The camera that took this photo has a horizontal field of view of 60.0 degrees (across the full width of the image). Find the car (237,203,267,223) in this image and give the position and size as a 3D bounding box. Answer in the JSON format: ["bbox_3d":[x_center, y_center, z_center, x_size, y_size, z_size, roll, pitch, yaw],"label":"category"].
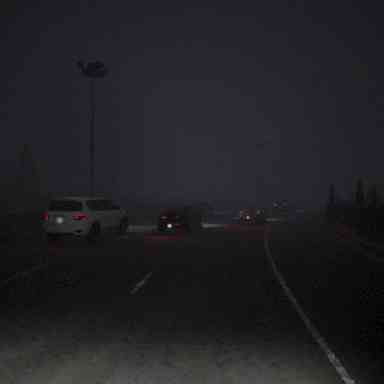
[{"bbox_3d":[4.776,1.628,26.198,1.812,1.442,4.674,0,0,19],"label":"car"}]

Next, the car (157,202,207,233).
[{"bbox_3d":[-0.638,1.571,20.259,1.837,1.490,4.892,0,0,13],"label":"car"}]

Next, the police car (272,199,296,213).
[{"bbox_3d":[11.445,1.706,40.940,2.038,1.542,4.974,0,0,29],"label":"police car"}]

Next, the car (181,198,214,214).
[{"bbox_3d":[0.901,1.680,35.566,1.812,1.442,4.674,0,0,23],"label":"car"}]

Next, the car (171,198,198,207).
[{"bbox_3d":[-1.331,1.902,60.297,2.033,1.411,5.357,0,-1,35],"label":"car"}]

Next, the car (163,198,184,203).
[{"bbox_3d":[-2.315,1.575,45.346,2.097,1.767,4.553,0,0,28],"label":"car"}]

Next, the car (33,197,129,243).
[{"bbox_3d":[-5.072,1.263,16.662,2.150,2.045,5.566,0,0,11],"label":"car"}]

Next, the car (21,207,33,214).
[{"bbox_3d":[-12.821,1.660,29.171,1.994,1.385,4.181,0,0,18],"label":"car"}]

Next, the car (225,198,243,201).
[{"bbox_3d":[8.462,1.870,67.005,2.128,1.511,4.902,0,-1,42],"label":"car"}]
